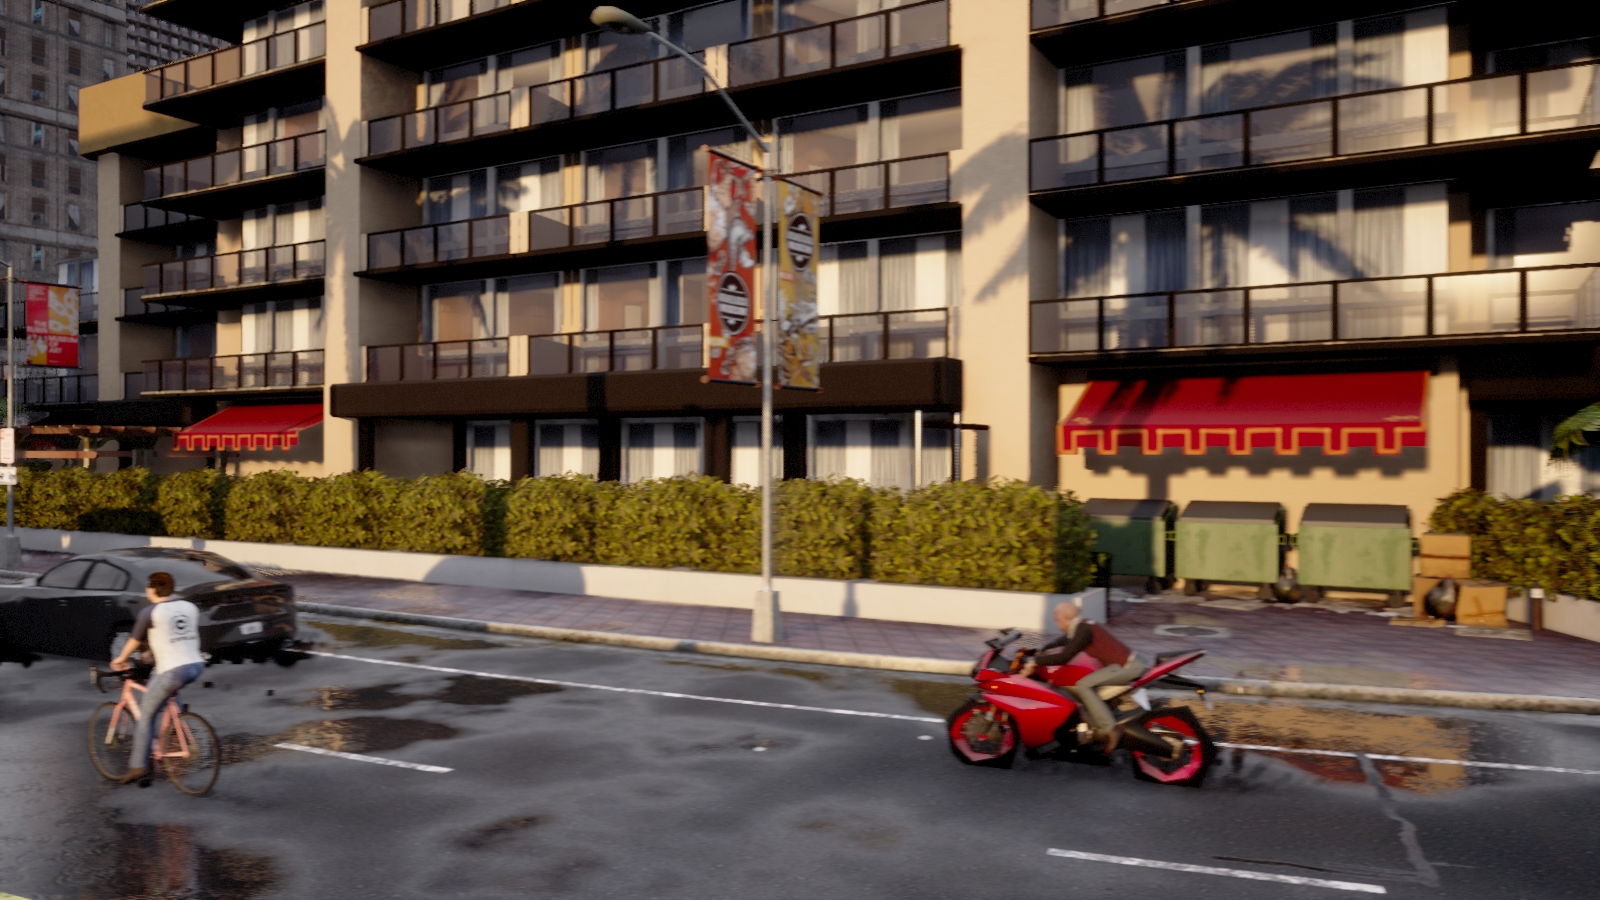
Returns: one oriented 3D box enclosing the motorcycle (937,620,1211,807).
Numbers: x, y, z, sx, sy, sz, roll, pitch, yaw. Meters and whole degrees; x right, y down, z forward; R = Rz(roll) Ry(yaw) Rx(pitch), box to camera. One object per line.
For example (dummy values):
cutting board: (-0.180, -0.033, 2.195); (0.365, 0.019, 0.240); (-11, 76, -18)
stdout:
motorcycle: (2.366, 2.206, 9.853); (2.209, 1.251, 0.867); (0, 0, 20)

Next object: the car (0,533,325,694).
car: (-8.917, 2.036, 15.231); (5.006, 1.535, 2.097); (0, 0, 29)
